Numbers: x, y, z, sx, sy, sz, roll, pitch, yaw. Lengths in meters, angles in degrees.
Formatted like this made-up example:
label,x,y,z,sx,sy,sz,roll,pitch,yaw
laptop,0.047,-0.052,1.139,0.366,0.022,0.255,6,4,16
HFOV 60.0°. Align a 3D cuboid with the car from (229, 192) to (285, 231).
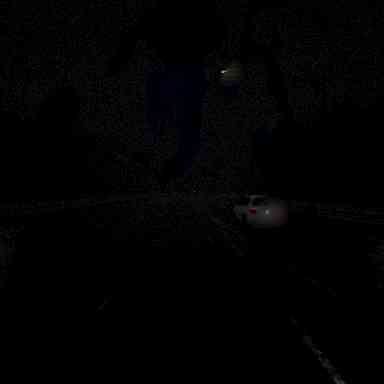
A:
label,x,y,z,sx,sy,sz,roll,pitch,yaw
car,3.966,1.183,20.475,2.150,2.045,5.566,0,0,-3
